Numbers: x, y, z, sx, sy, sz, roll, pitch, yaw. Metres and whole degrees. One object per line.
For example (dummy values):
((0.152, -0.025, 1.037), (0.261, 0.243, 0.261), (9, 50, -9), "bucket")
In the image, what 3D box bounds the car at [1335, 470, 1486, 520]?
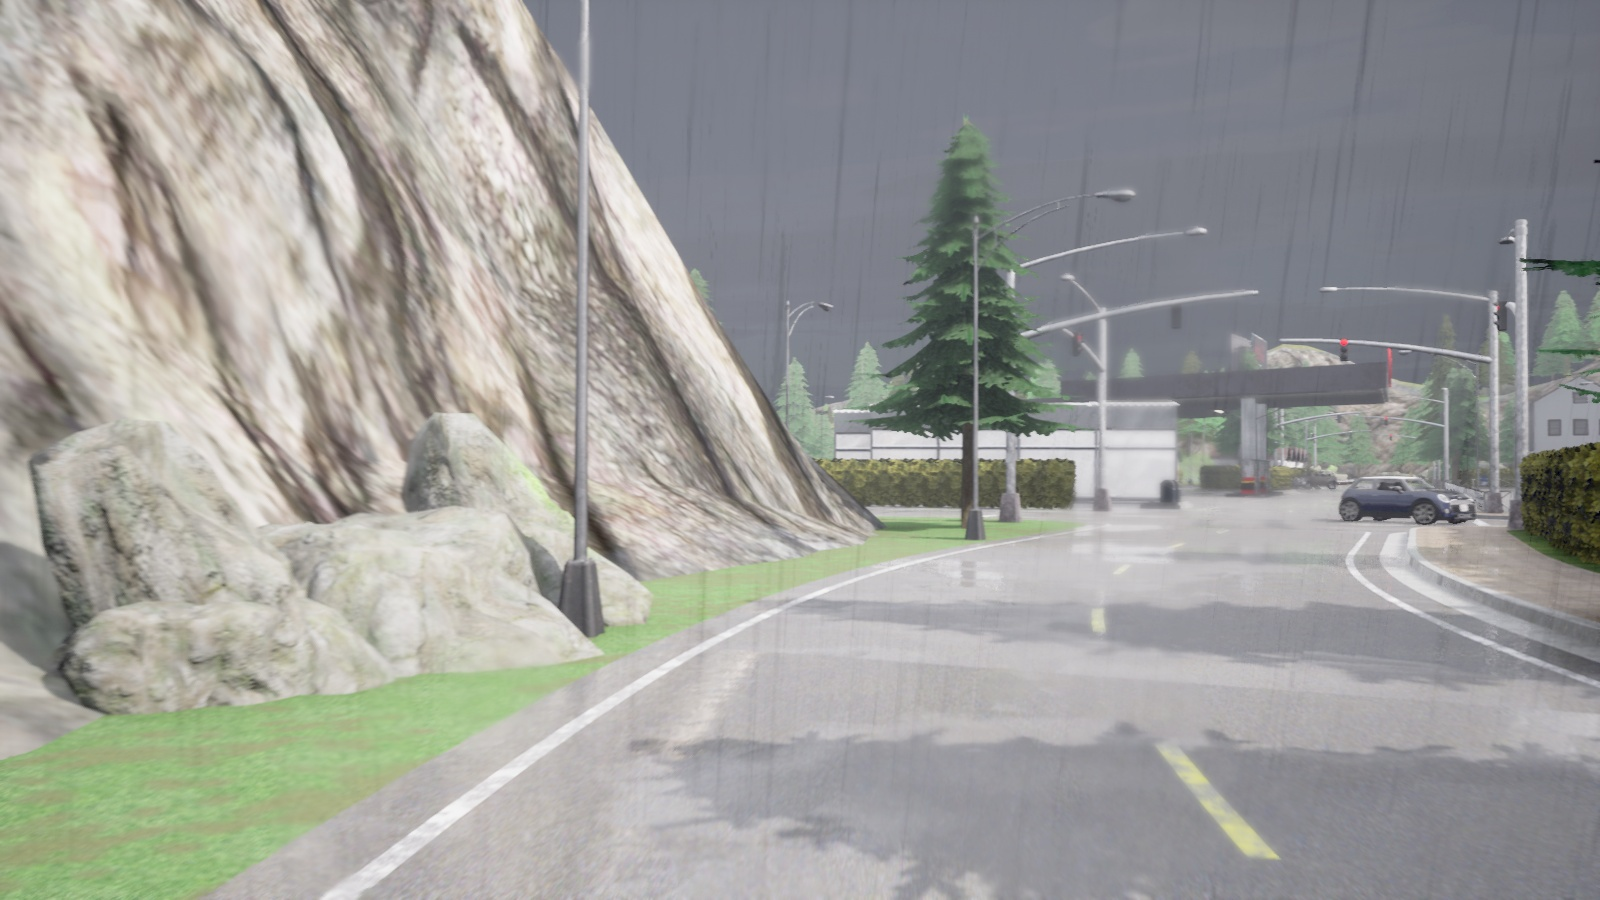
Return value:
((19.246, 1.385, 39.735), (1.970, 1.475, 3.806), (0, -1, -32), "car")
